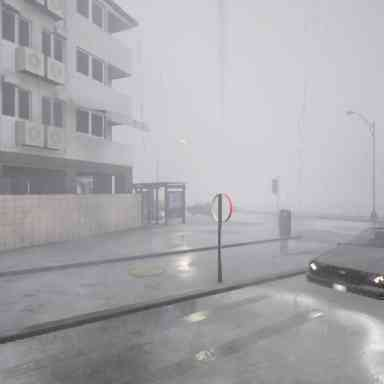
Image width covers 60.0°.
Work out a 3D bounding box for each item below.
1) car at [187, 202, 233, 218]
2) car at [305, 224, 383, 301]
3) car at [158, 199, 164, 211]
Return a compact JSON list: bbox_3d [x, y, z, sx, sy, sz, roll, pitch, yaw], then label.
[{"bbox_3d":[1.551,1.601,30.462,1.895,1.301,4.718,0,0,-35],"label":"car"},{"bbox_3d":[5.162,1.544,8.288,5.357,1.411,2.033,0,0,-35],"label":"car"},{"bbox_3d":[-4.080,1.547,38.376,2.033,1.411,5.357,0,0,-35],"label":"car"}]
